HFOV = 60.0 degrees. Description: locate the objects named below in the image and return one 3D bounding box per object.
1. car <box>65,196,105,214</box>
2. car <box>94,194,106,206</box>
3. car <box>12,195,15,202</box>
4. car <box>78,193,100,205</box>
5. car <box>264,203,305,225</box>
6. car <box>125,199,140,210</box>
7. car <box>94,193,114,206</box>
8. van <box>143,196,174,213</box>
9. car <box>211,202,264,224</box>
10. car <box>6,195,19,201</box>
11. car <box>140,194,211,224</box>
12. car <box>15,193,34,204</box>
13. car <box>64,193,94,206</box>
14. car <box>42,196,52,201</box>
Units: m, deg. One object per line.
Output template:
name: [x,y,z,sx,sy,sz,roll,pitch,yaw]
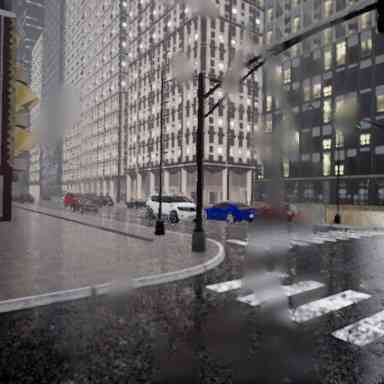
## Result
car: [-10.675,1.411,33.060,2.008,1.369,4.403,1,-1,-35]
car: [-14.655,1.472,48.573,1.812,1.442,4.674,1,-1,-35]
car: [-36.857,1.380,69.890,1.947,1.339,4.313,1,-1,-35]
car: [-18.327,1.220,59.013,2.150,2.045,5.566,1,-1,-35]
car: [5.975,1.478,24.104,1.967,1.590,4.097,1,-1,-35]
car: [-7.118,1.557,42.518,2.008,1.369,4.403,1,-1,-35]
car: [-14.233,1.351,53.262,2.097,1.767,4.553,1,-1,-35]
van: [-3.842,1.354,37.916,1.690,1.788,3.998,1,-1,-35]
car: [2.577,1.465,24.422,1.882,1.535,5.008,1,-1,-35]
car: [-40.129,1.361,74.494,2.008,1.369,4.403,1,-1,-35]
car: [-1.364,1.146,24.439,2.150,2.045,5.566,1,-1,-35]
car: [-30.308,1.139,60.685,2.192,1.841,5.009,1,-1,-35]
car: [-15.298,1.118,44.107,2.150,2.045,5.566,1,-1,-35]
car: [-36.574,1.542,83.952,1.802,1.307,4.206,1,-1,-35]
